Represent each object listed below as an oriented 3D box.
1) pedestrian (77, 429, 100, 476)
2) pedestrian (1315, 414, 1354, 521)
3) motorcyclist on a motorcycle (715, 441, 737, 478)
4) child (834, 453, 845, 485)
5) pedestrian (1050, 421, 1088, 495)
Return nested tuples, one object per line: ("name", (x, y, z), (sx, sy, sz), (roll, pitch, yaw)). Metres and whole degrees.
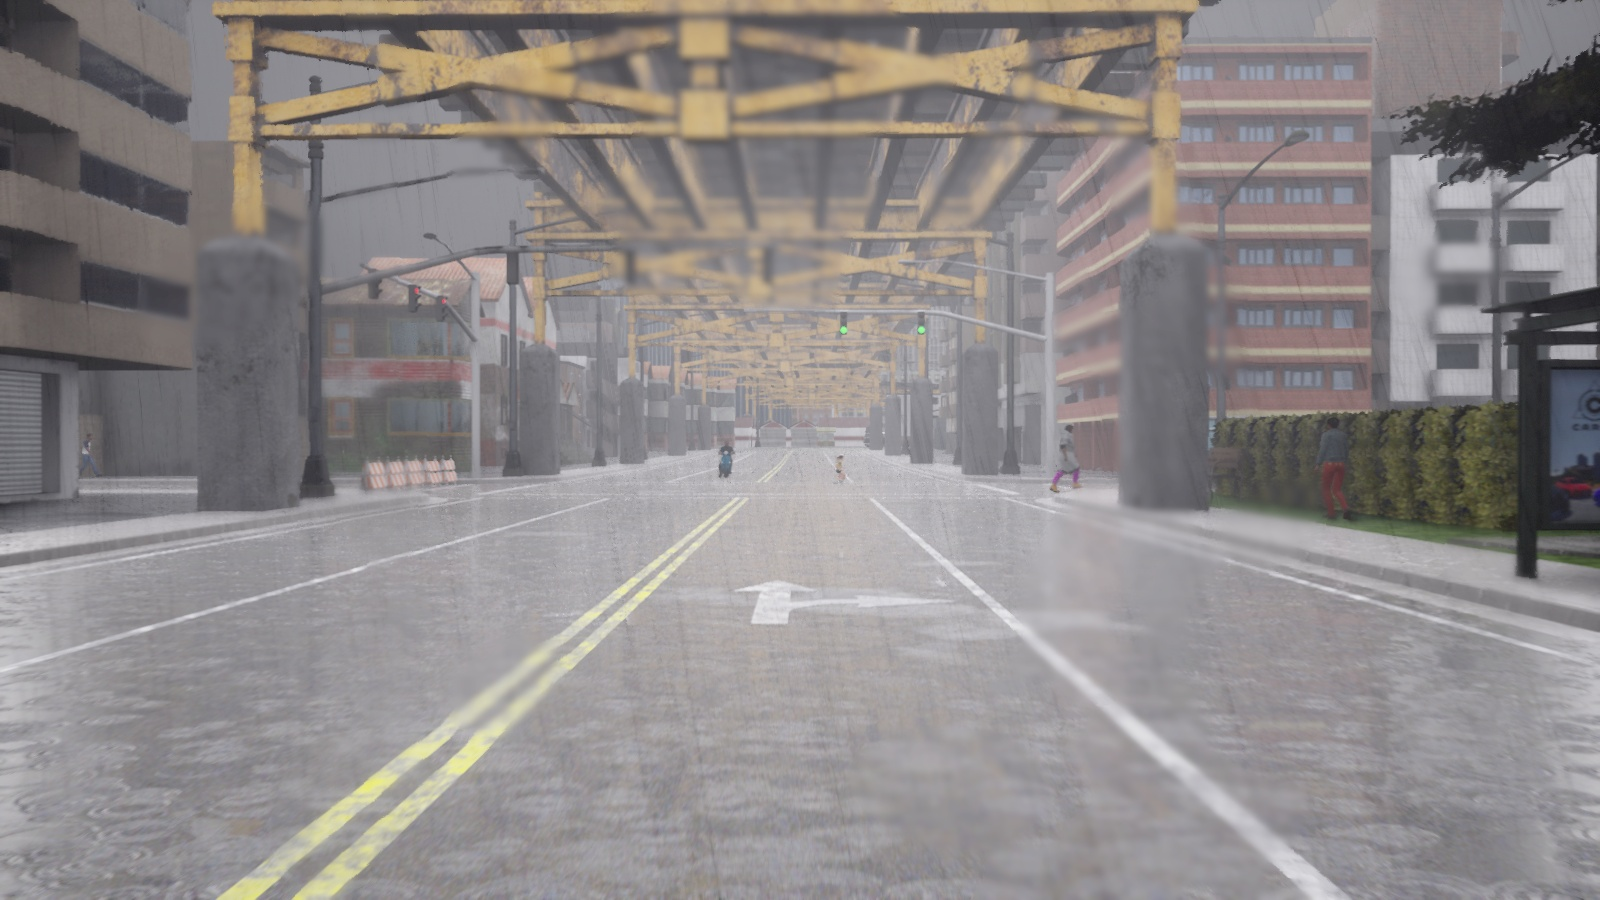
("pedestrian", (-28.060, 0.110, 49.552), (0.706, 1.836, 0.354), (0, 0, -11))
("pedestrian", (9.324, 0.296, 21.900), (0.353, 1.847, 0.614), (0, 0, -8))
("motorcyclist on a motorcycle", (-3.181, 0.392, 54.152), (0.866, 1.590, 1.817), (0, 0, 0))
("child", (1.418, 0.677, 44.846), (0.394, 1.110, 0.255), (0, 0, 2))
("pedestrian", (7.249, 0.210, 33.812), (0.873, 1.952, 0.659), (0, 0, 0))
